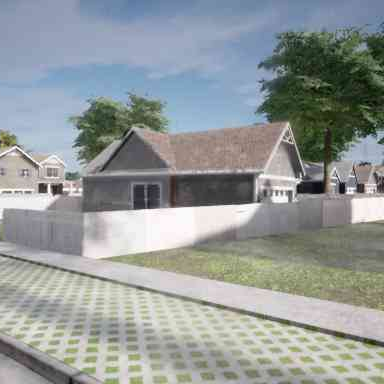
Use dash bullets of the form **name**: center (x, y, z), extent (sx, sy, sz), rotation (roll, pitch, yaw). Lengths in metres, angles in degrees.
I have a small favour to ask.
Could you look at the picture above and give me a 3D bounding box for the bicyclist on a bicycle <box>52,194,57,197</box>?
- **bicyclist on a bicycle**: center (-13.035, 1.029, 31.551), extent (1.656, 1.620, 0.582), rotation (0, 1, 34)
